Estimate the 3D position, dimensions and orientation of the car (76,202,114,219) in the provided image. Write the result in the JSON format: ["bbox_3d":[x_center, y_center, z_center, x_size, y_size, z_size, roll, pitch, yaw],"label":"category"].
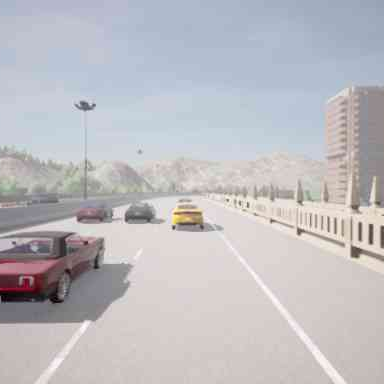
[{"bbox_3d":[-7.405,1.478,25.701,1.994,1.385,4.181,0,0,-1],"label":"car"}]

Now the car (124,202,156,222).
[{"bbox_3d":[-3.897,1.477,25.435,1.994,1.385,4.181,0,0,-1],"label":"car"}]

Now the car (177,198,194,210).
[{"bbox_3d":[-0.790,1.421,41.092,1.994,1.385,4.181,0,0,-1],"label":"car"}]

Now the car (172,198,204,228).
[{"bbox_3d":[-0.294,1.403,21.346,1.882,1.535,5.008,0,0,-1],"label":"car"}]

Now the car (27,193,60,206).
[{"bbox_3d":[-18.436,1.087,41.629,2.150,2.045,5.566,0,0,-1],"label":"car"}]

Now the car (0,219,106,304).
[{"bbox_3d":[-3.496,1.574,8.016,1.895,1.301,4.718,0,0,-1],"label":"car"}]
